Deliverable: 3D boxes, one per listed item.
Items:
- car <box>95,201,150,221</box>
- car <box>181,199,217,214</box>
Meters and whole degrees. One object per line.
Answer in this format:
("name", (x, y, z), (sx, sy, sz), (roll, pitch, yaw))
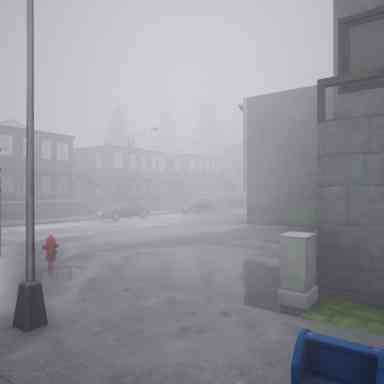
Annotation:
("car", (-5.564, 1.491, 27.068), (2.128, 1.511, 4.902), (0, 0, 36))
("car", (0.809, 1.492, 35.976), (2.128, 1.511, 4.902), (0, 0, 36))
